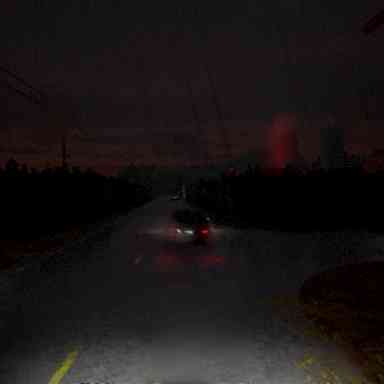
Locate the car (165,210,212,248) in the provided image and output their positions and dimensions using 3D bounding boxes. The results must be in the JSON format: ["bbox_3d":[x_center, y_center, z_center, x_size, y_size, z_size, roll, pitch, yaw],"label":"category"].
[{"bbox_3d":[-0.184,1.497,14.489,2.033,1.411,5.357,0,0,-2],"label":"car"}]

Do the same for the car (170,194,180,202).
[{"bbox_3d":[-3.478,1.253,69.287,2.128,1.511,4.902,0,0,-4],"label":"car"}]
